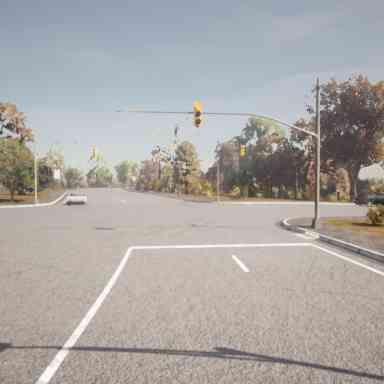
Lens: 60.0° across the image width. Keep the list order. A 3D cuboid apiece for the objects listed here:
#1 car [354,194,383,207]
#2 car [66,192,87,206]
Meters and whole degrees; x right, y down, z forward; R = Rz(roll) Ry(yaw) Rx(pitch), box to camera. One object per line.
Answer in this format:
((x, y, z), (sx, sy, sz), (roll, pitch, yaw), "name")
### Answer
((22.045, 0.981, 40.095), (5.008, 1.535, 1.882), (2, 1, -16), "car")
((-12.297, 0.711, 35.663), (1.895, 1.301, 4.718), (-1, 2, -16), "car")
